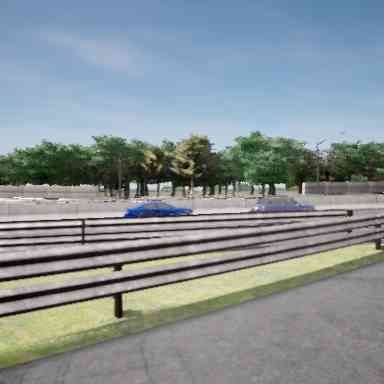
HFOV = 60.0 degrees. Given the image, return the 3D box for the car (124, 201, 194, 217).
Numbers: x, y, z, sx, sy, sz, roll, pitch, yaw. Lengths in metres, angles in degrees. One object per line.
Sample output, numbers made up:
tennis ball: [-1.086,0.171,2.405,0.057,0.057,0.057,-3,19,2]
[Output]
car: [-2.330,1.415,23.812,5.008,1.535,1.882,-1,0,-15]

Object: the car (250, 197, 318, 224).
car: [6.243,1.130,22.422,4.553,1.767,2.097,-1,0,-15]
